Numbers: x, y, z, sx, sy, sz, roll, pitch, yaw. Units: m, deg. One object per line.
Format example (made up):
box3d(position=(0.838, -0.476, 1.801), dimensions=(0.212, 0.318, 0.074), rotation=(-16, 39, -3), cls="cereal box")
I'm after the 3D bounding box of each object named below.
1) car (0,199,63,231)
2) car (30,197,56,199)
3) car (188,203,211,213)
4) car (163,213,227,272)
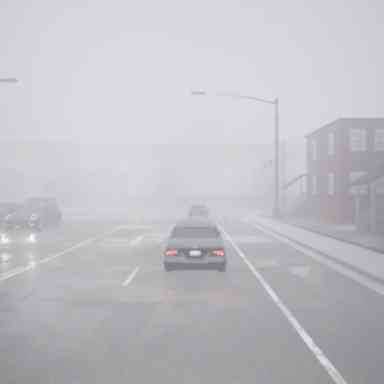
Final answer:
box3d(position=(-10.352, 1.548, 22.032), dimensions=(2.097, 1.767, 4.553), rotation=(0, -1, 1), cls="car")
box3d(position=(-13.715, 1.481, 29.575), dimensions=(2.150, 2.045, 5.566), rotation=(0, -1, 1), cls="car")
box3d(position=(0.799, 1.796, 33.147), dimensions=(2.128, 1.511, 4.902), rotation=(0, 0, 7), cls="car")
box3d(position=(0.105, 1.650, 11.101), dimensions=(2.033, 1.411, 5.357), rotation=(0, -1, 1), cls="car")
